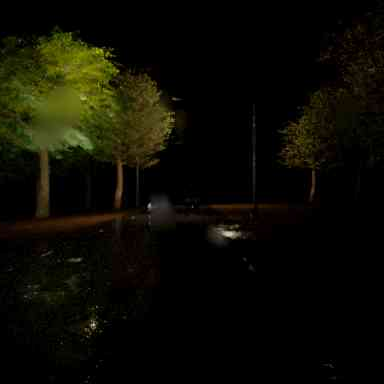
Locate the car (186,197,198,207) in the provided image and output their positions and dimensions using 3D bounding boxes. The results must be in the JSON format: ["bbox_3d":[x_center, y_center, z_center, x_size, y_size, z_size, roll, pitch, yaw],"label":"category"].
[{"bbox_3d":[-0.008,1.643,56.557,1.882,1.535,5.008,0,0,0],"label":"car"}]

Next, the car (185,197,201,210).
[{"bbox_3d":[0.094,1.613,44.603,1.837,1.490,4.892,0,0,0],"label":"car"}]

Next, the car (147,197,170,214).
[{"bbox_3d":[-3.570,1.420,36.120,2.097,1.767,4.553,0,0,0],"label":"car"}]
